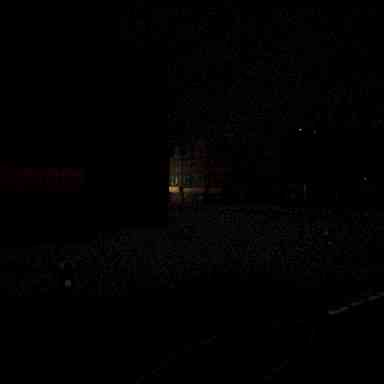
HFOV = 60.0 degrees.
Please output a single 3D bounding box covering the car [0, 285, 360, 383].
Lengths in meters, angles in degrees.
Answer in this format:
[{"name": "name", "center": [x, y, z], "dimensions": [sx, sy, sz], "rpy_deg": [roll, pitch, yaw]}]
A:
[{"name": "car", "center": [-0.452, 1.566, 2.481], "dimensions": [4.313, 1.339, 1.947], "rpy_deg": [0, 0, -35]}]
